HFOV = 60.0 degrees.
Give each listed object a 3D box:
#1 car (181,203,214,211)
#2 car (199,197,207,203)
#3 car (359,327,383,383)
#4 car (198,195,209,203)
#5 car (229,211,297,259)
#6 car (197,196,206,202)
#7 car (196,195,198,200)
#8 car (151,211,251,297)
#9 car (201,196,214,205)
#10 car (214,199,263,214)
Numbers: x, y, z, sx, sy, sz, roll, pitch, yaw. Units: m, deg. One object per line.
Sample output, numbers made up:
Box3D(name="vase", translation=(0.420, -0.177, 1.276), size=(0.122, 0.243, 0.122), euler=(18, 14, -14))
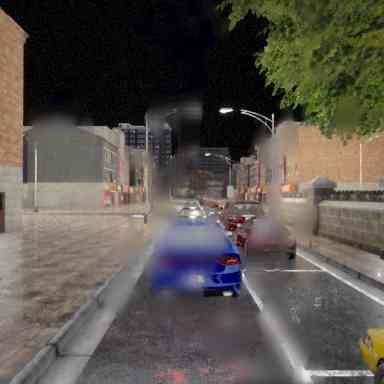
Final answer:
Box3D(name="car", translation=(0.069, 1.560, 18.578), size=(2.033, 1.411, 5.357), euler=(0, 0, 0))
Box3D(name="car", translation=(2.514, 1.748, 76.890), size=(1.802, 1.307, 4.206), euler=(0, 0, 0))
Box3D(name="car", translation=(2.644, 1.526, 1.658), size=(1.752, 1.417, 4.829), euler=(1, 0, 0))
Box3D(name="car", translation=(2.542, 1.651, 60.578), size=(1.887, 1.381, 4.507), euler=(1, 0, 0))
Box3D(name="car", translation=(2.625, 1.588, 12.387), size=(1.802, 1.307, 4.206), euler=(1, 0, 0))
Box3D(name="car", translation=(2.495, 1.763, 87.765), size=(2.008, 1.369, 4.403), euler=(0, 0, 0))
Box3D(name="car", translation=(2.535, 1.440, 66.016), size=(2.192, 1.841, 5.009), euler=(1, 0, 0))
Box3D(name="car", translation=(0.084, 1.481, 8.639), size=(1.882, 1.535, 5.008), euler=(0, 0, 0))
Box3D(name="car", translation=(2.570, 1.605, 44.267), size=(1.887, 1.381, 4.507), euler=(1, 0, 0))
Box3D(name="car", translation=(2.618, 1.327, 17.837), size=(2.192, 1.841, 5.009), euler=(1, 0, 0))
